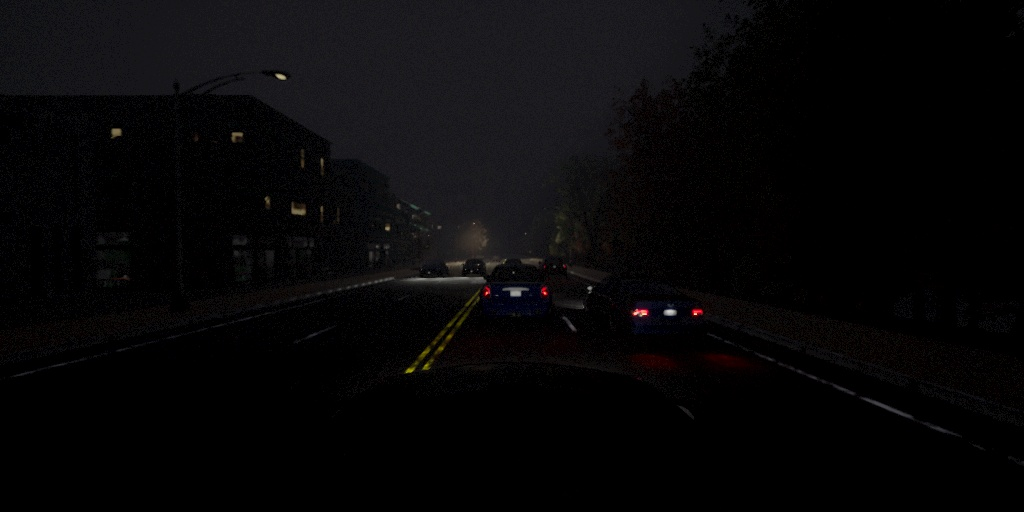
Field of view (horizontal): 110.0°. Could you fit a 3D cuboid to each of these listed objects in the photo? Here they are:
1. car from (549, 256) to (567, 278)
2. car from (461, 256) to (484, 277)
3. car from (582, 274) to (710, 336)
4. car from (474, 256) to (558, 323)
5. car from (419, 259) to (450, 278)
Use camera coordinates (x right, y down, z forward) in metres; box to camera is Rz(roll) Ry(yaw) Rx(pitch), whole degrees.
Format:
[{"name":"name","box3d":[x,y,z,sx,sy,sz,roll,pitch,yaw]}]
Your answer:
[{"name":"car","box3d":[3.366,0.857,30.458,2.097,1.767,4.553,0,0,0]},{"name":"car","box3d":[-3.330,0.998,31.887,1.837,1.490,4.892,0,1,0]},{"name":"car","box3d":[3.355,1.226,10.112,2.033,1.411,5.357,0,1,0]},{"name":"car","box3d":[0.106,1.016,11.839,2.097,1.767,4.553,0,0,0]},{"name":"car","box3d":[-6.582,1.029,30.791,1.812,1.442,4.674,0,0,0]}]
